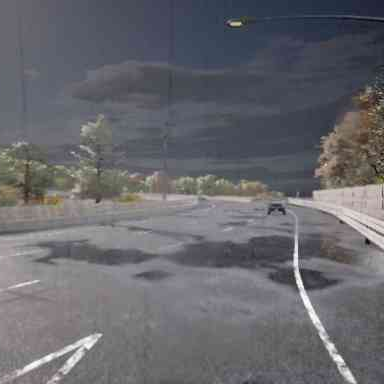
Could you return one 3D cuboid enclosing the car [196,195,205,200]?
[{"bbox_3d":[2.111,1.573,91.396,2.033,1.411,5.357,1,0,-16],"label":"car"}]

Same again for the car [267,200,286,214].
[{"bbox_3d":[9.564,1.677,37.680,1.837,1.490,4.892,2,0,14],"label":"car"}]
